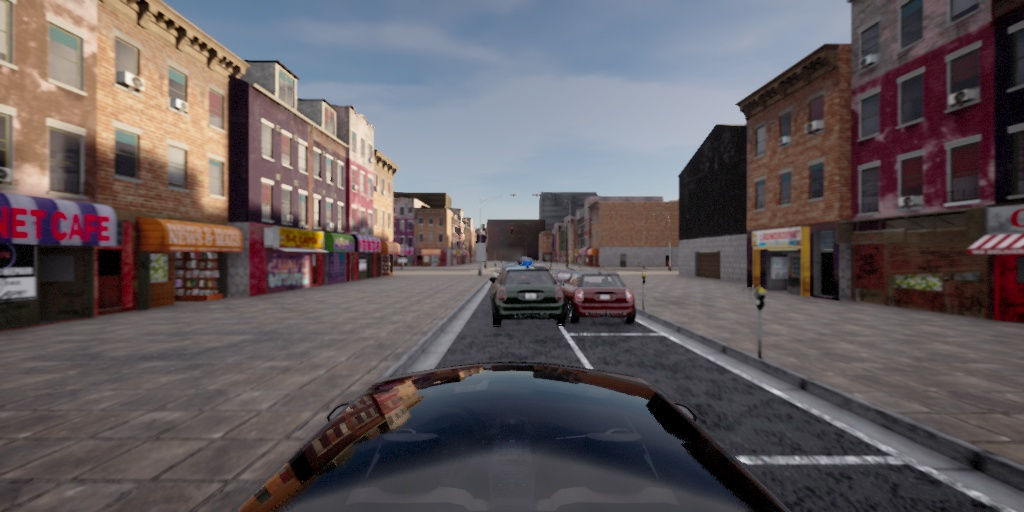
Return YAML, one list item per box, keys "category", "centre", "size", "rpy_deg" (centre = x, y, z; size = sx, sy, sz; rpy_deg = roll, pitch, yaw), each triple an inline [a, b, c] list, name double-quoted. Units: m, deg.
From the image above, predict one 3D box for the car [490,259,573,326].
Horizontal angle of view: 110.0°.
- category: "car"
  centre: [0.358, 1.101, 11.815]
  size: [2.097, 1.767, 4.553]
  rpy_deg: [0, 0, -4]

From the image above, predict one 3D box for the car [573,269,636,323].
- category: "car"
  centre: [2.639, 1.187, 12.107]
  size: [1.967, 1.591, 4.097]
  rpy_deg: [0, 0, 0]

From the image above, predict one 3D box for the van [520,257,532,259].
- category: "van"
  centre: [2.643, 1.161, 61.825]
  size: [1.690, 1.789, 3.998]
  rpy_deg: [0, 0, 0]

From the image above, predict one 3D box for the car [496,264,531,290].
- category: "car"
  centre: [0.089, 1.299, 23.583]
  size: [2.033, 1.411, 5.357]
  rpy_deg: [0, 0, 0]
